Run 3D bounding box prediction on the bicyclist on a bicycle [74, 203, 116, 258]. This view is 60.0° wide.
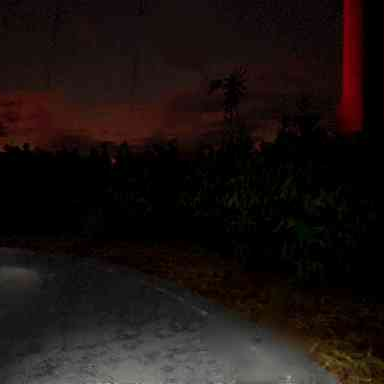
[{"bbox_3d":[-2.987,1.158,10.371,0.582,1.620,1.656,1,2,34],"label":"bicyclist on a bicycle"}]
